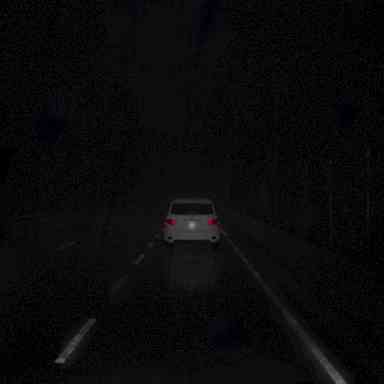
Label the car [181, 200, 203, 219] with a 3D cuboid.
[{"bbox_3d":[0.000,1.533,29.617,1.812,1.442,4.674,0,0,0],"label":"car"}]

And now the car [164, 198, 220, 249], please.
[{"bbox_3d":[0.000,1.258,14.647,2.150,2.045,5.566,0,0,0],"label":"car"}]
